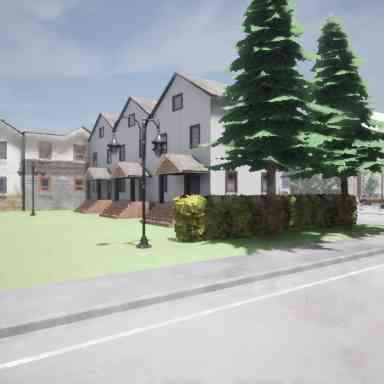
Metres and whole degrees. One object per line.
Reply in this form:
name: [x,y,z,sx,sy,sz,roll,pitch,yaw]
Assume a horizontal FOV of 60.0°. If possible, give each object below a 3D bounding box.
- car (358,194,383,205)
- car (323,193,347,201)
car: [27.228,1.097,49.253,1.932,1.855,4.605,0,0,-36]
car: [32.093,1.097,74.708,1.932,1.855,4.605,0,0,-36]
